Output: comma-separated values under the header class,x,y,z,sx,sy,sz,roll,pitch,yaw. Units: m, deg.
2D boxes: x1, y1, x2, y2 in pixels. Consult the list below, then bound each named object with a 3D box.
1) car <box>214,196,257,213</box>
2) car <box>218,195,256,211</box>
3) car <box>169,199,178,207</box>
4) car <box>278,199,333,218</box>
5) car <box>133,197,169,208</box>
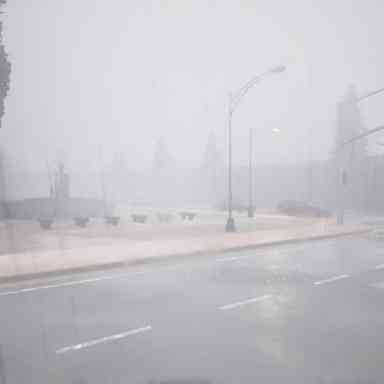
class,x,y,z,sx,sy,sz,roll,pitch,yaw
car,4.891,1.547,38.153,2.033,1.411,5.357,0,0,-38
car,5.691,1.352,42.460,2.097,1.767,4.553,0,0,-42
car,-4.415,1.478,51.119,5.008,1.535,1.882,0,0,30
car,10.523,1.526,30.440,1.812,1.442,4.674,0,0,-35
car,-6.240,1.505,48.178,4.892,1.490,1.837,0,-1,31
